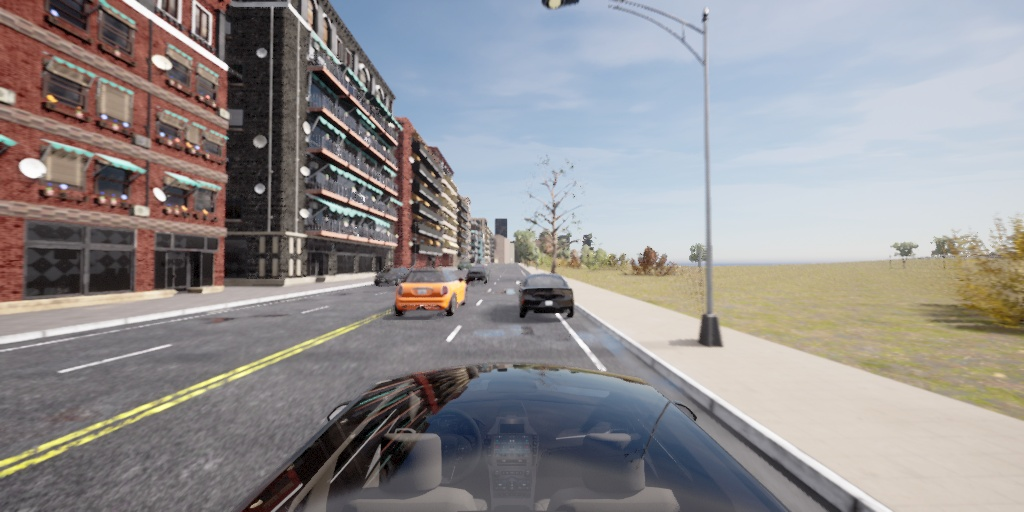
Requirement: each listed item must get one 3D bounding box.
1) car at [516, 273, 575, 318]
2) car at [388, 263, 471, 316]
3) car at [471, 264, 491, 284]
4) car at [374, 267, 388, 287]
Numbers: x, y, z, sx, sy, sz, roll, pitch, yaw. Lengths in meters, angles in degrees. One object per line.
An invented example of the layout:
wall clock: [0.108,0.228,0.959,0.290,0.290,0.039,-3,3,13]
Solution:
car: [1.193,1.399,13.957,1.882,1.535,5.008,0,-1,0]
car: [-3.097,1.290,14.577,2.097,1.767,4.553,0,-1,1]
car: [-3.017,1.700,32.786,1.837,1.490,4.892,0,0,0]
car: [-9.732,1.666,29.497,1.837,1.490,4.892,0,-1,0]
